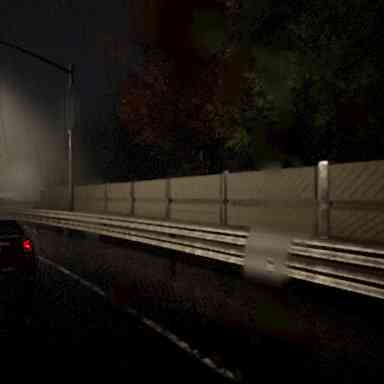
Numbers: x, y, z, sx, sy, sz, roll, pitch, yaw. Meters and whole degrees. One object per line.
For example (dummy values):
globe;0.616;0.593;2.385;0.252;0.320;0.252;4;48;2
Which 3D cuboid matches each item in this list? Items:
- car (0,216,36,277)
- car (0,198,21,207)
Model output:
car;-6.288;1.494;10.048;2.097;1.767;4.553;0;-1;-38
car;-37.829;2.173;68.812;2.150;2.045;5.566;0;-1;10
